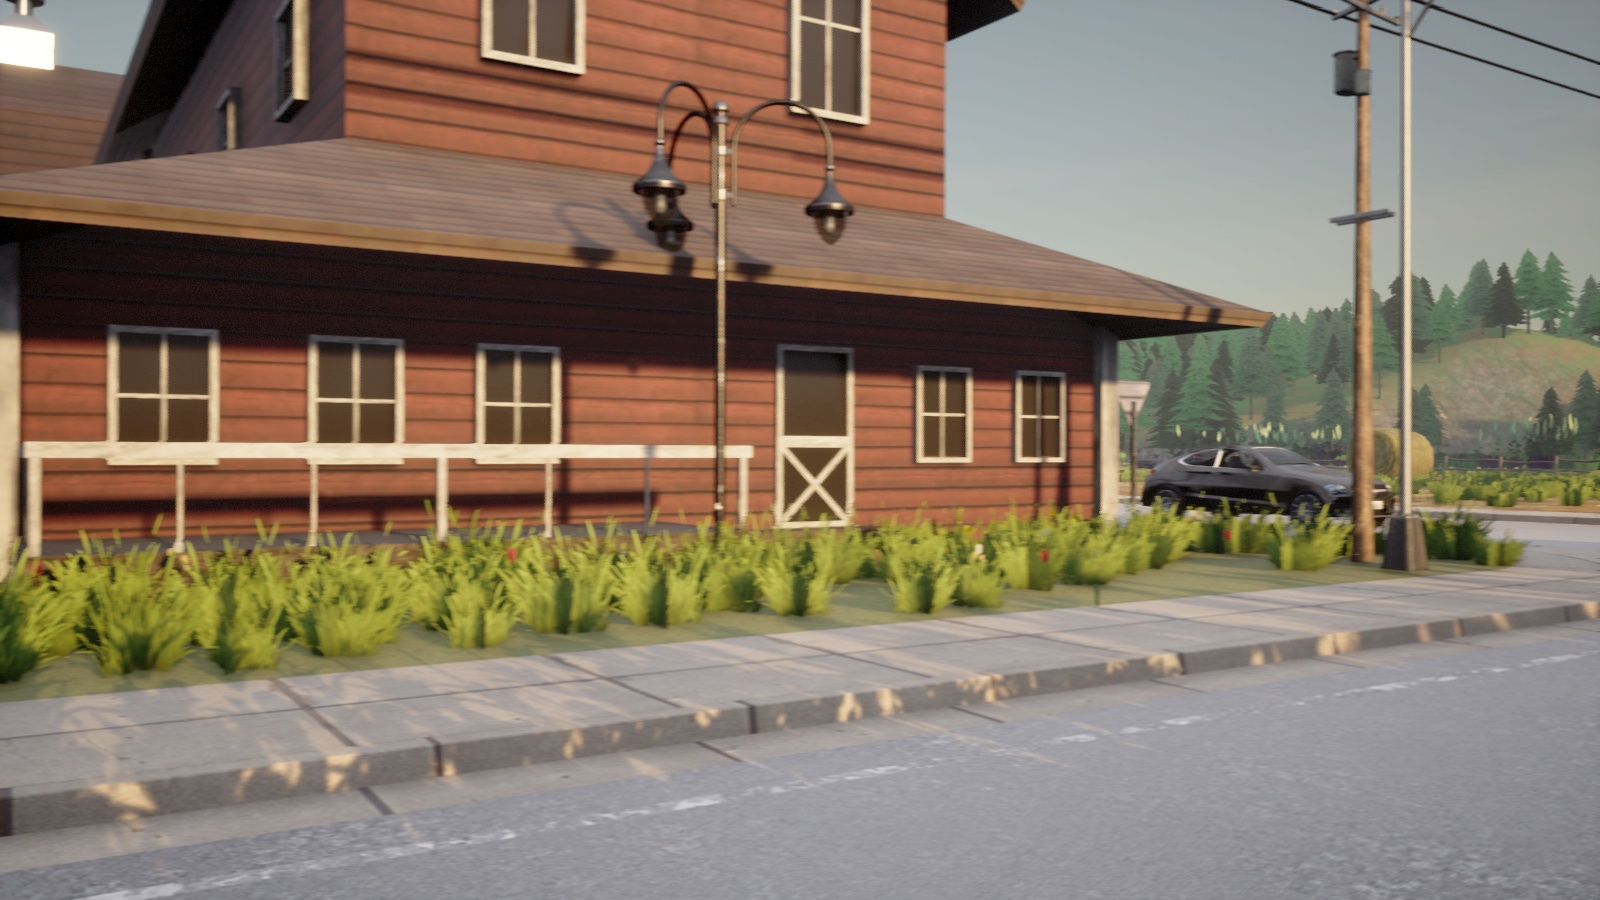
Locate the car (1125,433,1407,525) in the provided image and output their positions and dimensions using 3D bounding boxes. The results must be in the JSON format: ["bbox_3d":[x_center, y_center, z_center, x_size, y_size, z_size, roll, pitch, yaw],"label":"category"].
[{"bbox_3d":[9.247,0.531,25.369,2.152,1.651,5.027,0,0,-33],"label":"car"}]
